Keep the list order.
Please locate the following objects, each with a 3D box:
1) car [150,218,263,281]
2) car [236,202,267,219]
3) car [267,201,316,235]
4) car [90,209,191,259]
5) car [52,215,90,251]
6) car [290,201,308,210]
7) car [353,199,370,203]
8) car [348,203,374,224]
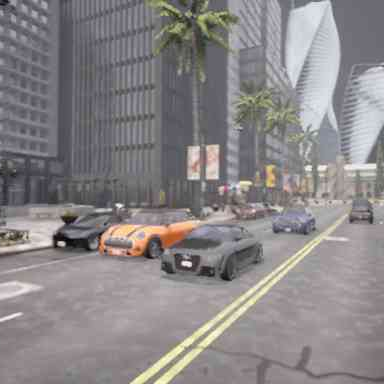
[{"bbox_3d":[0.785,1.712,10.427,1.994,1.385,4.181,0,-1,28],"label":"car"},{"bbox_3d":[6.193,1.867,34.714,2.185,1.767,4.553,0,-1,27],"label":"car"},{"bbox_3d":[6.702,1.692,21.651,2.097,1.767,4.553,0,-1,28],"label":"car"},{"bbox_3d":[-1.564,1.523,13.469,2.097,1.767,4.553,0,-1,28],"label":"car"},{"bbox_3d":[-4.091,1.692,15.343,2.161,1.482,4.786,0,-1,27],"label":"car"},{"bbox_3d":[19.608,2.441,60.841,2.231,1.521,4.892,0,-1,27],"label":"car"},{"bbox_3d":[20.019,1.895,39.312,2.150,2.045,5.566,0,-1,28],"label":"car"},{"bbox_3d":[15.389,2.011,30.326,2.128,1.511,4.902,0,-1,27],"label":"car"}]
